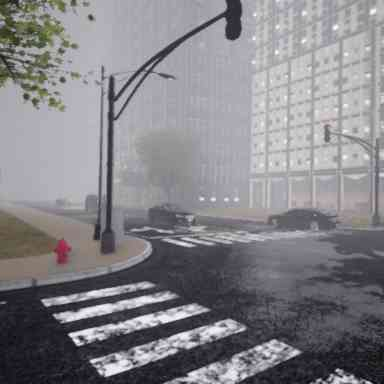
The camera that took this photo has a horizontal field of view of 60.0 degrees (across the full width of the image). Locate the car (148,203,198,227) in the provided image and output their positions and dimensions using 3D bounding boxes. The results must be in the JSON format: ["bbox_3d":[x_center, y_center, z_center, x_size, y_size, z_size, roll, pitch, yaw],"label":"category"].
[{"bbox_3d":[-1.457,1.568,23.792,2.128,1.511,4.902,2,-1,-34],"label":"car"}]

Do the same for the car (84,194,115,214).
[{"bbox_3d":[-10.408,1.295,37.307,2.150,2.045,5.566,2,-1,-33],"label":"car"}]

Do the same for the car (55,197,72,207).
[{"bbox_3d":[-20.196,1.601,52.238,2.128,1.511,4.902,2,-1,-34],"label":"car"}]

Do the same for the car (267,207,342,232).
[{"bbox_3d":[7.217,1.738,21.856,1.837,1.490,4.892,-5,3,-40],"label":"car"}]
